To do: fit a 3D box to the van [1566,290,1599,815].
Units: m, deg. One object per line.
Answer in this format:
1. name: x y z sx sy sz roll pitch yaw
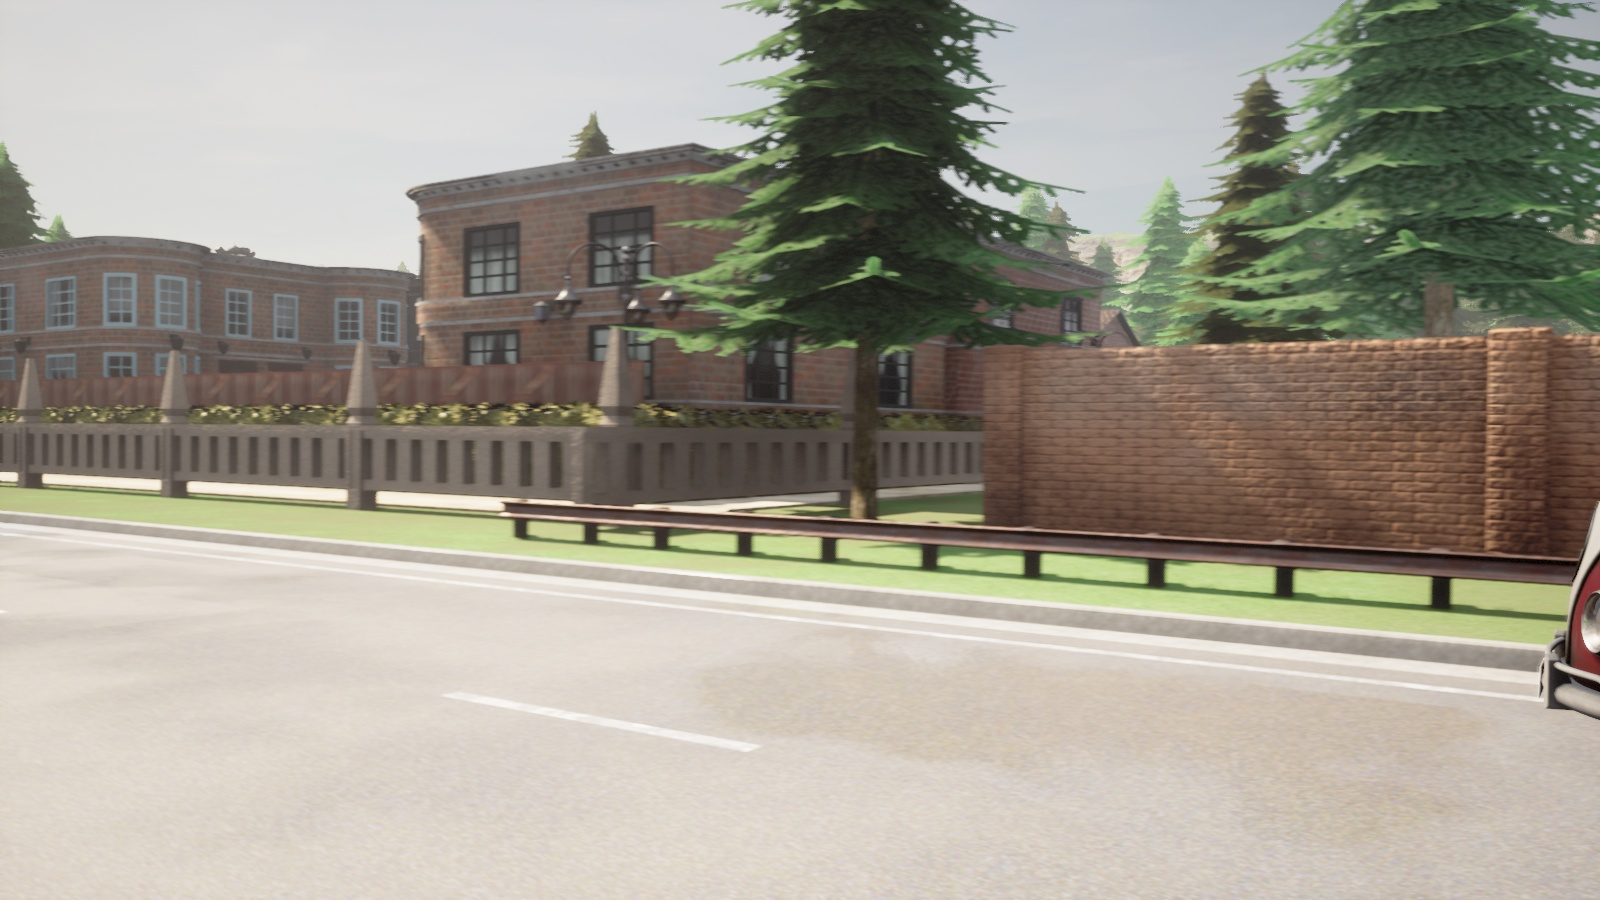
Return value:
1. van: 5.273 0.377 4.317 4.442 1.987 1.775 0 1 34
